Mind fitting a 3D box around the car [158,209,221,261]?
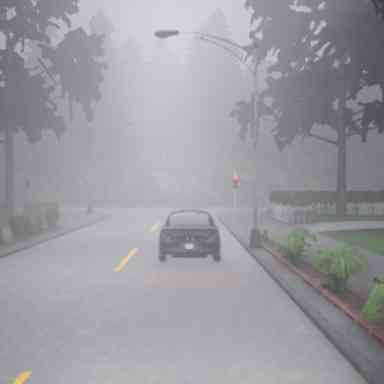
[{"bbox_3d":[-0.066,1.332,11.656,1.882,1.535,5.008,0,0,0],"label":"car"}]
